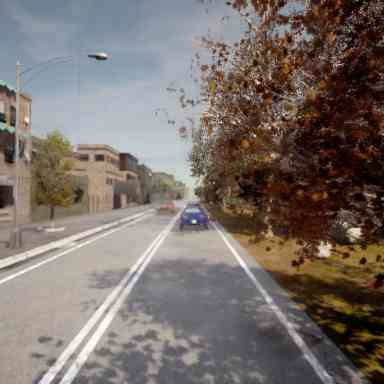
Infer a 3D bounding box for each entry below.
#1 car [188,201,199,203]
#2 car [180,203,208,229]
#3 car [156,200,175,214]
[{"bbox_3d":[0.183,1.906,41.939,2.128,1.511,4.902,0,-1,0],"label":"car"},{"bbox_3d":[0.130,1.716,23.158,1.812,1.442,4.674,0,-1,0],"label":"car"},{"bbox_3d":[-3.255,1.763,41.655,2.097,1.767,4.553,0,-1,0],"label":"car"}]
